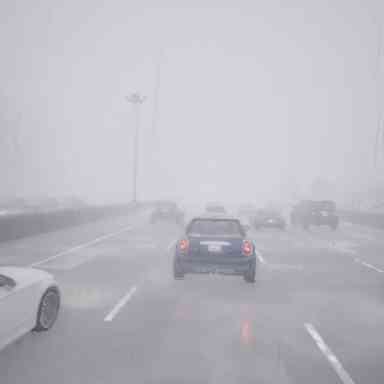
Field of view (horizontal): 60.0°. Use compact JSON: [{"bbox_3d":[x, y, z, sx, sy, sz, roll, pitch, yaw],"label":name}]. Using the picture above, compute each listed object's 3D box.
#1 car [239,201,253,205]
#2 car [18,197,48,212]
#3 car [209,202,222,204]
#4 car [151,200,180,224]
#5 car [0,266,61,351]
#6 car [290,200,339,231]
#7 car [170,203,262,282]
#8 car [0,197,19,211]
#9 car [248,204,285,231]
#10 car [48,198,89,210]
[{"bbox_3d":[6.173,1.810,38.359,1.882,1.535,5.008,1,0,4],"label":"car"},{"bbox_3d":[-15.254,1.301,34.630,2.033,1.411,5.357,1,0,4],"label":"car"},{"bbox_3d":[2.219,1.680,31.948,1.882,1.535,5.008,1,0,4],"label":"car"},{"bbox_3d":[-1.736,1.421,25.492,2.097,1.767,4.553,1,0,4],"label":"car"},{"bbox_3d":[-3.253,1.457,3.805,1.812,1.442,4.674,1,0,4],"label":"car"},{"bbox_3d":[8.682,1.562,23.985,2.150,2.045,5.566,1,0,4],"label":"car"},{"bbox_3d":[0.710,1.417,10.275,2.097,1.767,4.553,1,0,4],"label":"car"},{"bbox_3d":[-18.721,1.211,35.128,2.033,1.411,5.357,1,0,5],"label":"car"},{"bbox_3d":[5.091,1.801,22.876,1.994,1.385,4.181,1,0,4],"label":"car"},{"bbox_3d":[-11.863,1.328,33.143,2.128,1.511,4.902,1,0,5],"label":"car"}]
